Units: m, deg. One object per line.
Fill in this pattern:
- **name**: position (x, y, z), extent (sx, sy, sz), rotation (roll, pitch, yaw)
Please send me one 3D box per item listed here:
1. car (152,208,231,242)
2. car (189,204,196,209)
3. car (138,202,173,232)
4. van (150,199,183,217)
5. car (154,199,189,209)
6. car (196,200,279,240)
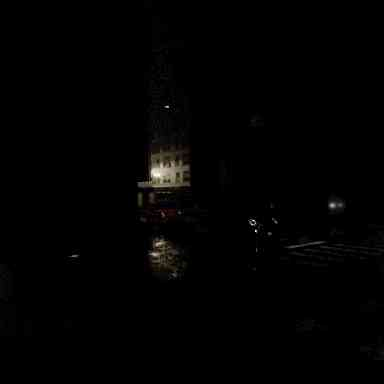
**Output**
- **car**: position (-0.162, 1.778, 17.630), extent (1.802, 1.307, 4.206), rotation (-1, 0, -35)
- **car**: position (0.292, 1.804, 31.682), extent (1.752, 1.417, 4.829), rotation (-1, 0, -35)
- **car**: position (-3.360, 1.705, 22.113), extent (1.967, 1.590, 4.097), rotation (-1, 0, -35)
- **van**: position (-2.807, 1.688, 36.025), extent (1.690, 1.788, 3.998), rotation (-1, 0, -35)
- **car**: position (-2.596, 1.630, 25.648), extent (2.097, 1.767, 4.553), rotation (0, 0, -35)
- **car**: position (2.568, 1.517, 18.369), extent (2.097, 1.767, 4.553), rotation (0, 0, -35)
